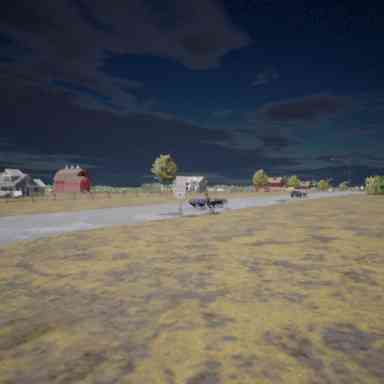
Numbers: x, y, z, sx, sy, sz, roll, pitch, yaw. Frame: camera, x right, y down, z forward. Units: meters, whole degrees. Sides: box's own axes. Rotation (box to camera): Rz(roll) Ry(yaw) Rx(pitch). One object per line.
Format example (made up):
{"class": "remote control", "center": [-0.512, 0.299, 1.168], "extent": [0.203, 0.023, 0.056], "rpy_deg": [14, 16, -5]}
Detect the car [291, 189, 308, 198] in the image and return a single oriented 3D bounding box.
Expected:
{"class": "car", "center": [18.708, 0.210, 57.911], "extent": [1.837, 1.490, 4.892], "rpy_deg": [1, 1, 35]}

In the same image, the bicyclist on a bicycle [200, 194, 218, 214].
{"class": "bicyclist on a bicycle", "center": [1.339, 0.986, 26.644], "extent": [1.656, 1.620, 0.582], "rpy_deg": [0, 1, 35]}

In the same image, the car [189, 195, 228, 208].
{"class": "car", "center": [1.800, 0.921, 34.050], "extent": [1.895, 1.301, 4.718], "rpy_deg": [1, 2, 35]}
